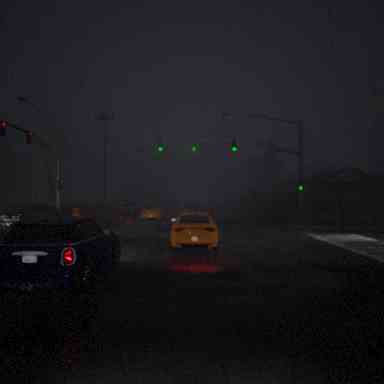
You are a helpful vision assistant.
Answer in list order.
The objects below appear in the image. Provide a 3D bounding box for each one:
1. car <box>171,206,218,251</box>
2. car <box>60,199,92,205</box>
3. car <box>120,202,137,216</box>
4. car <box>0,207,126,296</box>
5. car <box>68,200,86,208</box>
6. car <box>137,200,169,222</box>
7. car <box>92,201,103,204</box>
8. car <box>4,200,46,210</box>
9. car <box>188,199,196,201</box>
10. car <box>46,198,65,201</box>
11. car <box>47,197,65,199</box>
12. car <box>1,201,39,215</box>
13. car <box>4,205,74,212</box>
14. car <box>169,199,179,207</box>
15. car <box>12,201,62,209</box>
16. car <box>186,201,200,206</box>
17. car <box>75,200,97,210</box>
[{"bbox_3d":[0.099,1.636,15.005,1.882,1.535,5.008,0,-1,0],"label":"car"},{"bbox_3d":[-14.048,1.895,39.779,1.882,1.535,5.008,0,-1,0],"label":"car"},{"bbox_3d":[-6.903,1.883,37.276,2.128,1.511,4.902,0,-1,0],"label":"car"},{"bbox_3d":[-3.401,1.450,9.097,2.097,1.767,4.553,0,-1,0],"label":"car"},{"bbox_3d":[-21.004,2.165,60.948,1.812,1.442,4.674,0,-1,0],"label":"car"},{"bbox_3d":[-3.402,1.793,29.963,1.882,1.535,5.008,0,-1,0],"label":"car"},{"bbox_3d":[-14.003,2.123,49.753,1.895,1.301,4.718,0,-1,0],"label":"car"},{"bbox_3d":[-17.570,1.896,35.206,1.812,1.442,4.674,0,-1,0],"label":"car"},{"bbox_3d":[0.003,2.160,63.585,2.128,1.511,4.902,0,0,0],"label":"car"},{"bbox_3d":[-17.503,1.967,45.282,2.128,1.511,4.902,0,-1,0],"label":"car"},{"bbox_3d":[-21.003,1.754,50.745,2.150,2.045,5.566,0,-1,0],"label":"car"},{"bbox_3d":[-21.015,1.920,40.829,2.128,1.511,4.902,0,-1,0],"label":"car"},{"bbox_3d":[-6.902,1.651,16.399,1.882,1.535,5.008,0,-1,0],"label":"car"},{"bbox_3d":[-3.504,2.134,62.540,1.882,1.535,5.008,0,-1,0],"label":"car"},{"bbox_3d":[-14.054,1.825,30.462,1.837,1.490,4.892,0,-1,-1],"label":"car"},{"bbox_3d":[0.098,1.975,35.565,1.895,1.301,4.718,0,-1,0],"label":"car"},{"bbox_3d":[-17.504,2.072,55.365,2.128,1.511,4.902,0,-1,0],"label":"car"}]
